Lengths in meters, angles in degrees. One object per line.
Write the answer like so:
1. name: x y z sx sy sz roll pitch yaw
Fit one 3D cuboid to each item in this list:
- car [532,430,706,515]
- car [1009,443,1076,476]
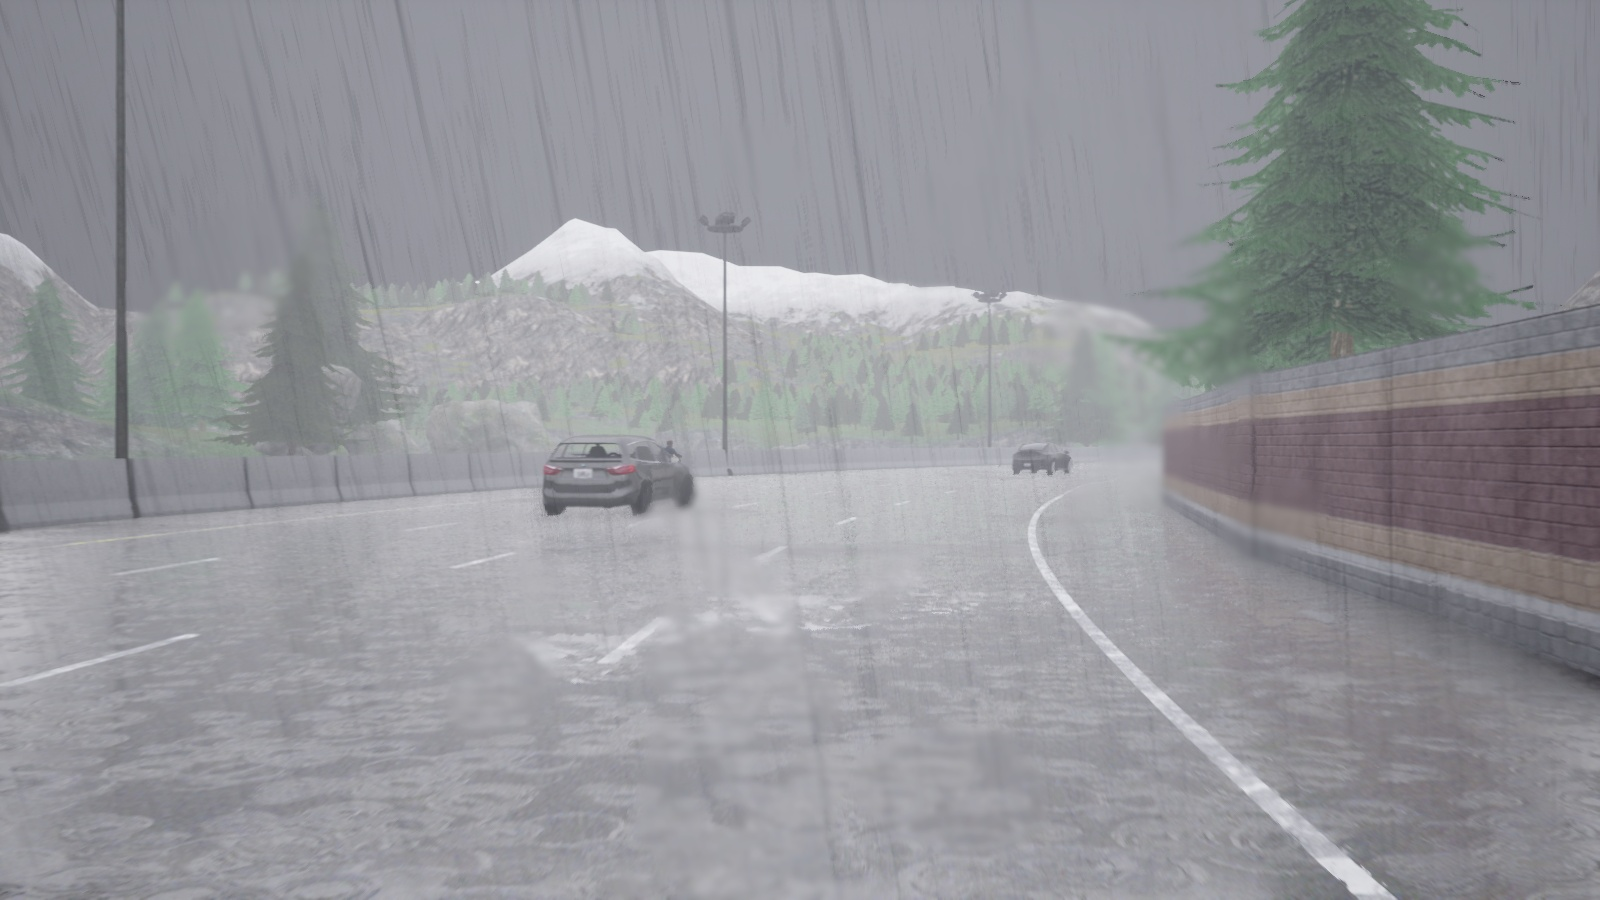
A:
1. car: -3.797 0.432 27.287 2.242 1.667 4.611 0 0 13
2. car: 11.509 0.431 59.352 1.837 1.490 4.892 0 0 27
